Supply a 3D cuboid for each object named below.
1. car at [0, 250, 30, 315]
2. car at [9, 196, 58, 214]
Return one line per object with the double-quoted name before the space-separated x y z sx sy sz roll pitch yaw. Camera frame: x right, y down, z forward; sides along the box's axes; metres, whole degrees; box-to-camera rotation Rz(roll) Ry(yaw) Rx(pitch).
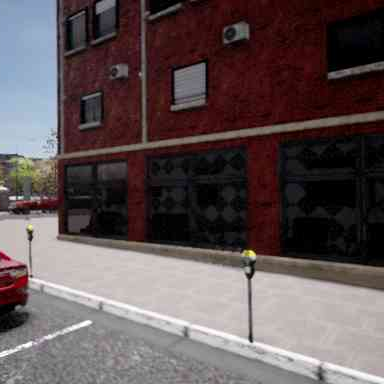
"car" -4.932 1.513 6.406 4.507 1.381 1.887 0 -1 36
"car" -16.404 1.339 35.022 2.192 1.841 5.009 -1 -1 36
